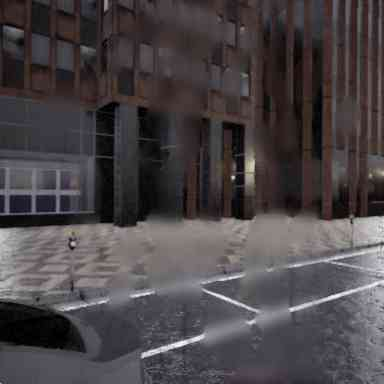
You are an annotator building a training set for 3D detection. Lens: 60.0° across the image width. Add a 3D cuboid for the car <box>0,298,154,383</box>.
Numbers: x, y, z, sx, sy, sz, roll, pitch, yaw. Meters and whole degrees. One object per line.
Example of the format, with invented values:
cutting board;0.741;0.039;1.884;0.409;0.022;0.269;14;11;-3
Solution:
car;-2.508;1.493;1.596;4.892;1.490;1.837;1;0;-35
